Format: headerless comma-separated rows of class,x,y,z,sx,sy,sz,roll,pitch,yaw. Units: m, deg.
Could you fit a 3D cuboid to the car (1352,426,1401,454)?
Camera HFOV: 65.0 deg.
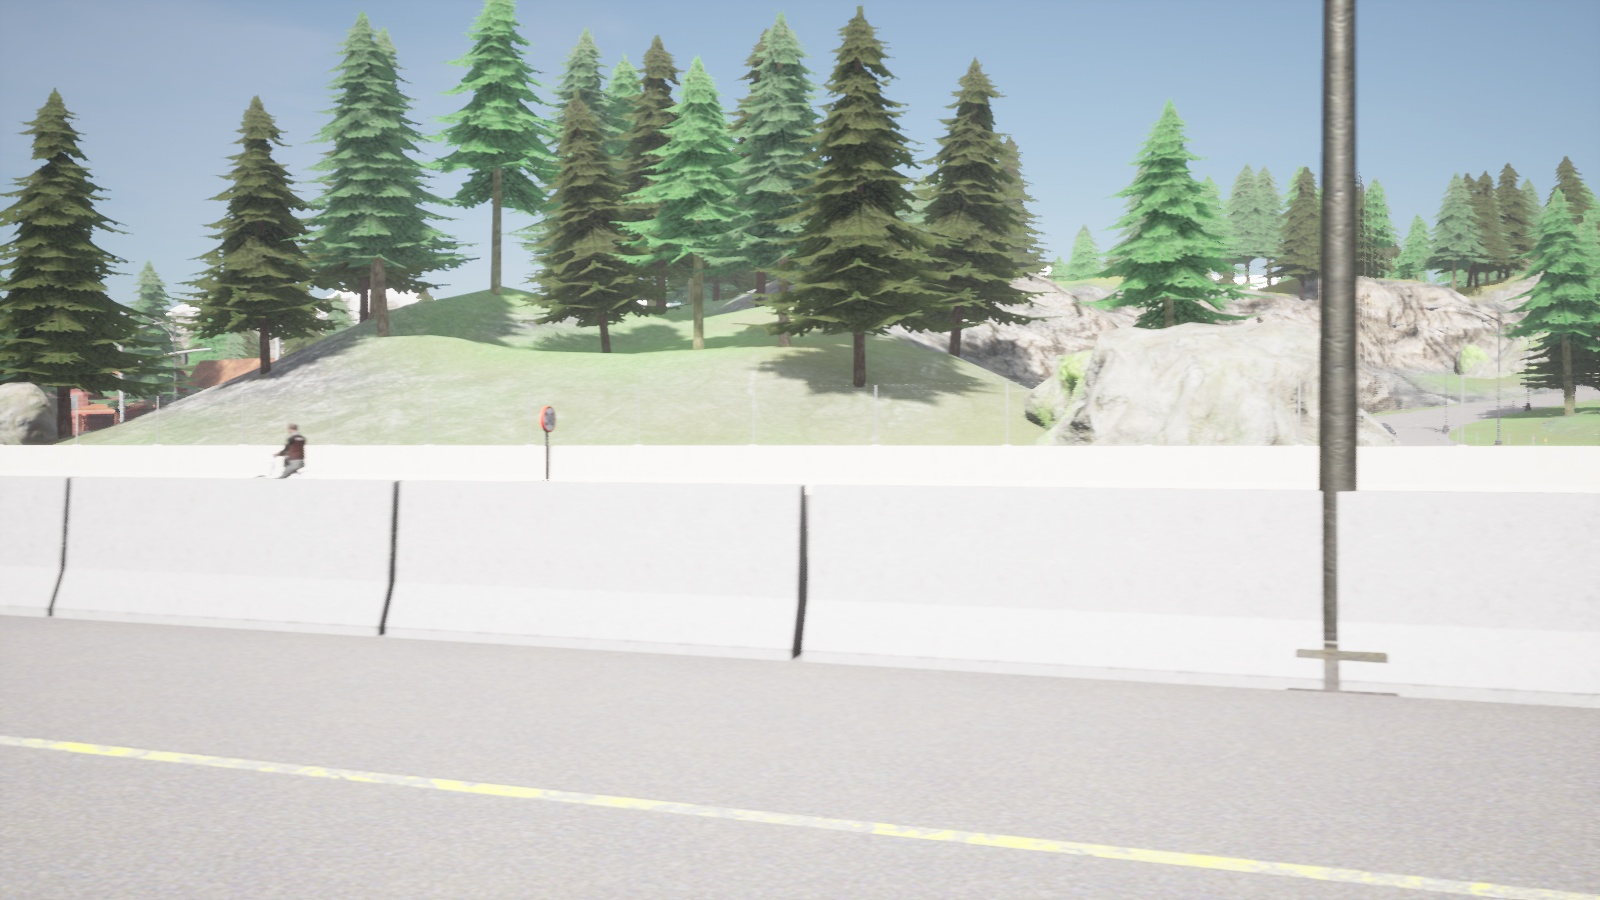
car,33.988,-0.623,74.170,2.033,1.411,5.357,1,3,18

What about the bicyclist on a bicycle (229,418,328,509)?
bicyclist on a bicycle,-10.452,0.255,25.170,1.843,1.776,0.659,1,1,19
